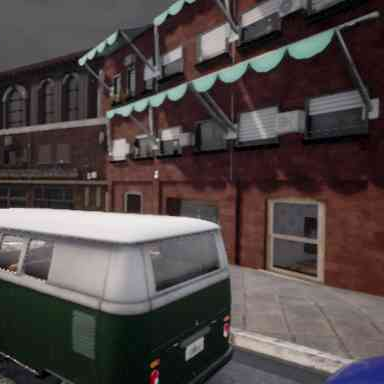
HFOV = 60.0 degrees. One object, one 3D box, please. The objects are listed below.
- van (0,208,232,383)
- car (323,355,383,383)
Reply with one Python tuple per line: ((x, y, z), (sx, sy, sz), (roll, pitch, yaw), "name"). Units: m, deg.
((-1.747, 1.249, 4.488), (4.442, 1.987, 1.878), (0, 0, 35), "van")
((2.881, 1.522, 1.211), (4.674, 1.452, 2.002), (0, 0, 36), "car")
